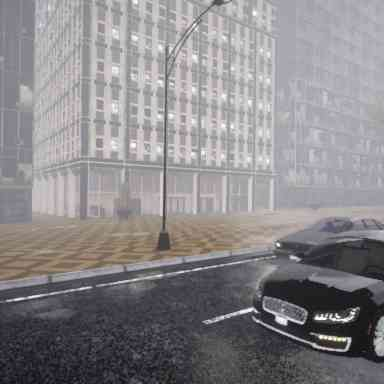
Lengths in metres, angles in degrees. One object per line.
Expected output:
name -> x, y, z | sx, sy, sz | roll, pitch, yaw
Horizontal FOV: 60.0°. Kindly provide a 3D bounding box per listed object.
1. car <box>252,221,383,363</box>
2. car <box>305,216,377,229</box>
car -> 3.199, 1.506, 5.957 | 4.892, 1.490, 1.837 | 0, 0, -35
car -> 5.170, 1.550, 11.350 | 5.357, 1.411, 2.033 | 0, 0, -35
